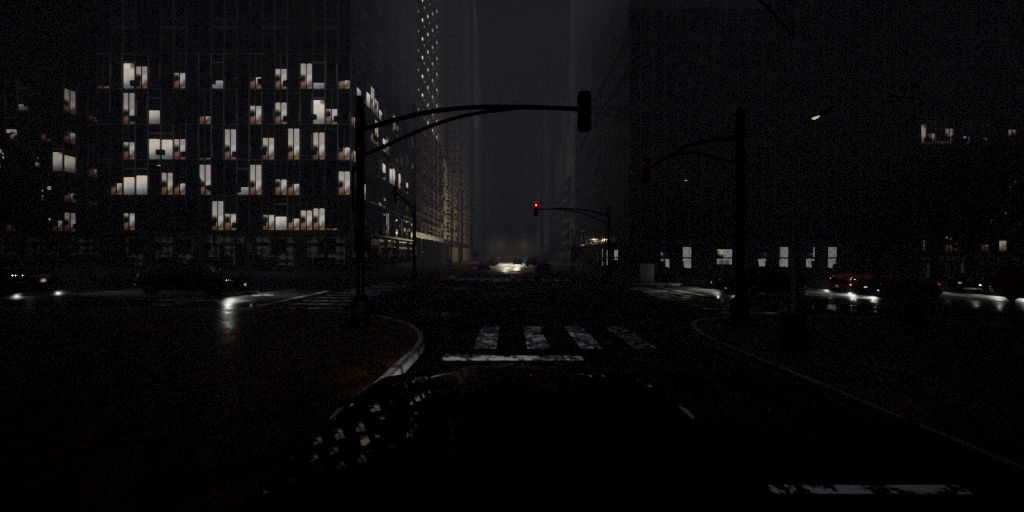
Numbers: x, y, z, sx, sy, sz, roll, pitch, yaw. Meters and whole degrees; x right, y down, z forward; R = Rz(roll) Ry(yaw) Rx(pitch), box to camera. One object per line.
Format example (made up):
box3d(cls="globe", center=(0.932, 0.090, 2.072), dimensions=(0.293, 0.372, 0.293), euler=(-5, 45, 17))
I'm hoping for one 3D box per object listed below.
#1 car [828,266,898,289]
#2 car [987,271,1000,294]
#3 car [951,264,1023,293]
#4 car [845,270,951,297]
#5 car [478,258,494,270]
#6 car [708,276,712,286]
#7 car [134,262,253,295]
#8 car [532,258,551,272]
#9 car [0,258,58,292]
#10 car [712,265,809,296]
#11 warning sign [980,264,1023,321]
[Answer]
box3d(cls="car", center=(25.241, 1.579, 25.465), dimensions=(4.553, 1.767, 2.097), euler=(1, 0, -3))
box3d(cls="car", center=(34.036, 1.933, 22.614), dimensions=(5.357, 1.411, 2.033), euler=(1, 0, -3))
box3d(cls="car", center=(34.985, 1.623, 25.905), dimensions=(5.566, 2.045, 2.150), euler=(1, 0, -2))
box3d(cls="car", center=(23.737, 1.765, 22.147), dimensions=(4.181, 1.385, 1.994), euler=(1, 0, -3))
box3d(cls="car", center=(-4.000, 1.342, 51.695), dimensions=(1.802, 1.307, 4.207), euler=(0, 0, 0))
box3d(cls="car", center=(16.199, 1.591, 25.052), dimensions=(4.674, 1.442, 1.812), euler=(1, 0, -3))
box3d(cls="car", center=(-14.942, 1.026, 16.919), dimensions=(4.674, 1.442, 1.812), euler=(1, 0, -1))
box3d(cls="car", center=(3.950, 1.329, 46.198), dimensions=(1.948, 1.339, 4.313), euler=(0, 0, 0))
box3d(cls="car", center=(-24.157, 0.823, 16.496), dimensions=(4.902, 1.511, 2.128), euler=(1, 0, -3))
box3d(cls="car", center=(15.151, 1.399, 21.751), dimensions=(4.553, 1.767, 2.097), euler=(1, 0, -3))
box3d(cls="warning sign", center=(17.281, 1.204, 12.389), dimensions=(1.060, 1.860, 1.300), euler=(0, 0, -3))
